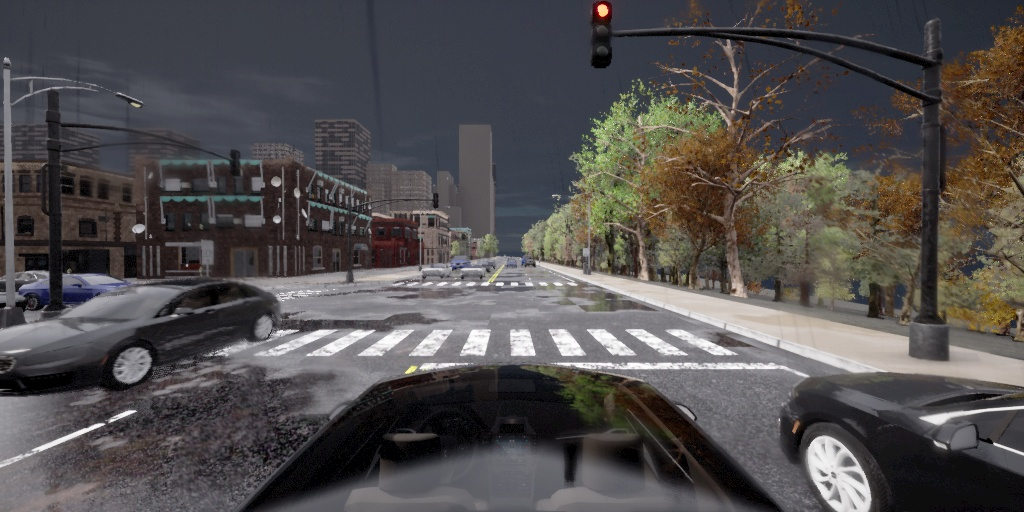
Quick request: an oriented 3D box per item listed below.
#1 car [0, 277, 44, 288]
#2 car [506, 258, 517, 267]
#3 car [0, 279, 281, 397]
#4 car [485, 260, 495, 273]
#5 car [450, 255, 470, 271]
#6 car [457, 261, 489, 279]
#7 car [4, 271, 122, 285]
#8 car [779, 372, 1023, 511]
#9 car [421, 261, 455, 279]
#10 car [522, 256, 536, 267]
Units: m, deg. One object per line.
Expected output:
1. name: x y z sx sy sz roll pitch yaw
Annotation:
1. car: -19.974 1.565 12.606 4.313 1.339 1.948 0 0 0
2. car: -0.053 1.273 63.930 2.033 1.411 5.357 0 0 0
3. car: -6.614 1.255 6.872 1.837 1.490 4.892 0 0 0
4. car: -3.453 1.283 42.745 2.033 1.411 5.357 0 0 0
5. car: -6.711 0.954 46.896 2.150 2.045 5.566 0 0 0
6. car: -3.426 1.341 32.059 1.895 1.301 4.718 0 0 0
7. car: -18.096 1.475 15.346 4.674 1.442 1.812 -1 1 -1
8. car: 3.366 1.255 1.232 1.837 1.490 4.892 0 0 -2
9. car: -6.684 1.341 32.030 1.895 1.301 4.718 0 0 0
10. car: 3.197 1.231 63.632 1.837 1.490 4.892 0 0 0
